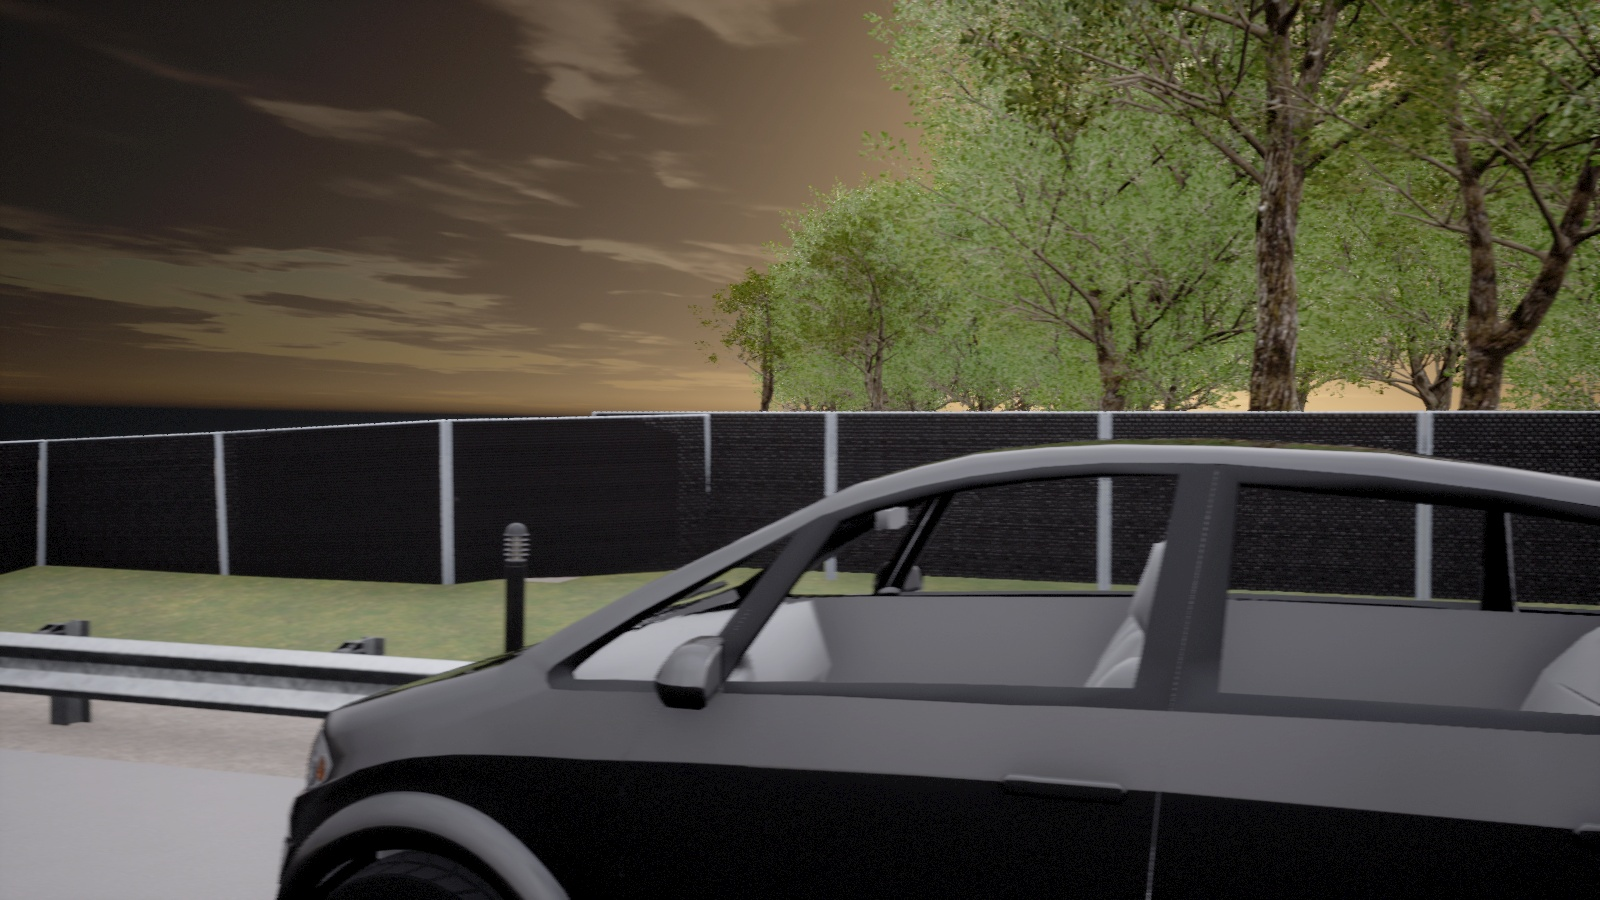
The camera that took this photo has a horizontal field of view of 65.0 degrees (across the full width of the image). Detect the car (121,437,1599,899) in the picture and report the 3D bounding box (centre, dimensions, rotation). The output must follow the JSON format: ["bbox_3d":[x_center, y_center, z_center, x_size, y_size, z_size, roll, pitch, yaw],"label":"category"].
[{"bbox_3d":[0.555,0.759,3.007,3.705,1.549,1.789,1,1,19],"label":"car"}]
